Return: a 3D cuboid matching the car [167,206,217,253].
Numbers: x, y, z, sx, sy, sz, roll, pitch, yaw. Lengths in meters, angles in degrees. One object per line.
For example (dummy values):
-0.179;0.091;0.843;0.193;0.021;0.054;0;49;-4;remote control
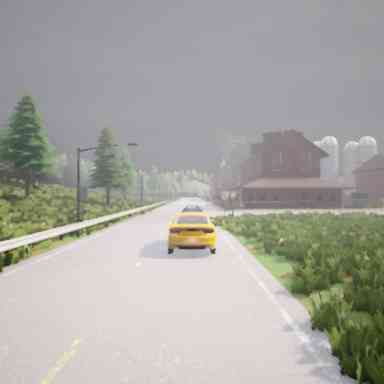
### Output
0.002;1.614;14.483;1.882;1.535;5.008;0;0;0;car
